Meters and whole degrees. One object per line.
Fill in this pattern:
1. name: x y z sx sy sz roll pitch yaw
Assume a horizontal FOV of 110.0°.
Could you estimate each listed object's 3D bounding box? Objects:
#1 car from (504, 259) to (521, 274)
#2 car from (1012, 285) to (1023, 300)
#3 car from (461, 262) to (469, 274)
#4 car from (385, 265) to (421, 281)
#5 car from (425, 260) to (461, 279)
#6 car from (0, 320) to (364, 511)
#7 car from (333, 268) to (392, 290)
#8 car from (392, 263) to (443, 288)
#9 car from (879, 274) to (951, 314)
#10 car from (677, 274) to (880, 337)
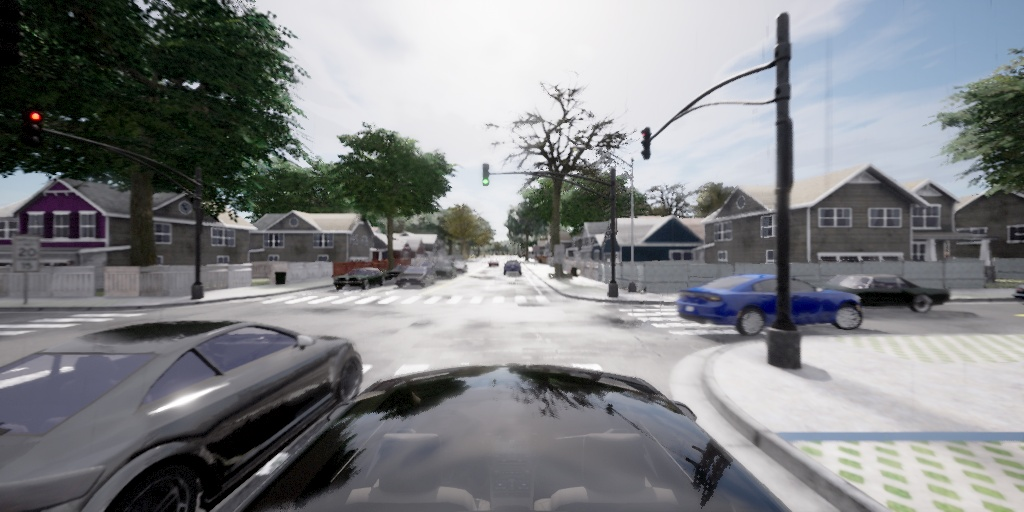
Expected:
1. car: 0.058 1.243 44.343 2.097 1.767 4.553 0 0 0
2. car: 22.465 1.217 13.458 5.357 1.411 2.033 0 0 -2
3. car: -6.599 1.428 45.178 2.033 1.411 5.357 0 0 0
4. car: -9.870 1.511 32.870 1.895 1.301 4.718 0 0 0
5. car: -6.613 1.267 34.899 2.097 1.767 4.553 0 0 0
6. car: -3.150 1.324 3.597 1.994 1.385 4.181 0 0 0
7. car: -9.872 1.470 23.707 1.895 1.301 4.718 0 0 0
8. car: -6.621 1.428 25.458 2.033 1.411 5.357 0 0 0
9. car: 12.710 1.342 13.178 4.718 1.301 1.895 0 0 1
10. car: 7.228 1.246 10.156 5.008 1.535 1.882 -1 -2 -11
